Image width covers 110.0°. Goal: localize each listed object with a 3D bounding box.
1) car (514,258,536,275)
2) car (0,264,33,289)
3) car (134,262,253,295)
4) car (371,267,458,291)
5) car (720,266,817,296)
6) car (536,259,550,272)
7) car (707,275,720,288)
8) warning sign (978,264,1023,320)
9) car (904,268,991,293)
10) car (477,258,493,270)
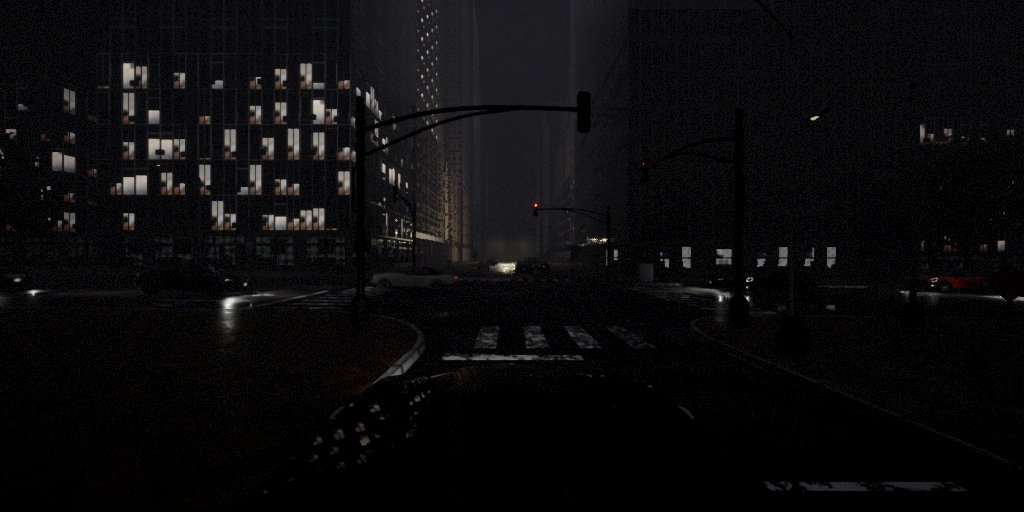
[{"bbox_3d":[1.312,1.243,39.524,1.882,1.535,5.008,0,0,1],"label":"car"},{"bbox_3d":[-25.296,0.802,16.457,4.902,1.511,2.128,1,0,-3],"label":"car"},{"bbox_3d":[-14.958,1.026,16.940,4.674,1.442,1.812,1,0,-1],"label":"car"},{"bbox_3d":[-5.600,1.292,20.838,4.718,1.301,1.895,1,0,-3],"label":"car"},{"bbox_3d":[15.732,1.411,21.830,4.553,1.767,2.097,1,0,-3],"label":"car"},{"bbox_3d":[3.905,1.329,46.238,1.948,1.339,4.313,0,0,0],"label":"car"},{"bbox_3d":[16.175,1.591,25.104,4.674,1.442,1.812,1,0,-3],"label":"car"},{"bbox_3d":[17.269,1.204,12.442,1.060,1.860,1.300,0,0,-3],"label":"warning sign"},{"bbox_3d":[31.208,1.686,25.804,4.553,1.767,2.097,1,0,-3],"label":"car"},{"bbox_3d":[-4.051,1.342,51.726,1.802,1.307,4.207,0,0,0],"label":"car"}]
